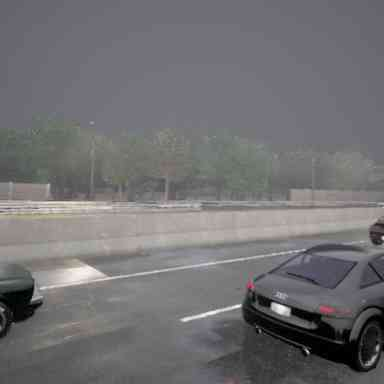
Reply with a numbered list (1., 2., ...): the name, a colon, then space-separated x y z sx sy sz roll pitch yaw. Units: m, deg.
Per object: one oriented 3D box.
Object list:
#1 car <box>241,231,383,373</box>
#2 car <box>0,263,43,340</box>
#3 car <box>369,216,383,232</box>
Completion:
1. car: 2.864 1.623 5.789 4.181 1.385 1.994 1 0 -35
2. car: -4.731 1.588 4.671 4.718 1.301 1.895 1 0 -36
3. car: 9.969 1.693 15.158 4.892 1.490 1.837 1 0 -35
